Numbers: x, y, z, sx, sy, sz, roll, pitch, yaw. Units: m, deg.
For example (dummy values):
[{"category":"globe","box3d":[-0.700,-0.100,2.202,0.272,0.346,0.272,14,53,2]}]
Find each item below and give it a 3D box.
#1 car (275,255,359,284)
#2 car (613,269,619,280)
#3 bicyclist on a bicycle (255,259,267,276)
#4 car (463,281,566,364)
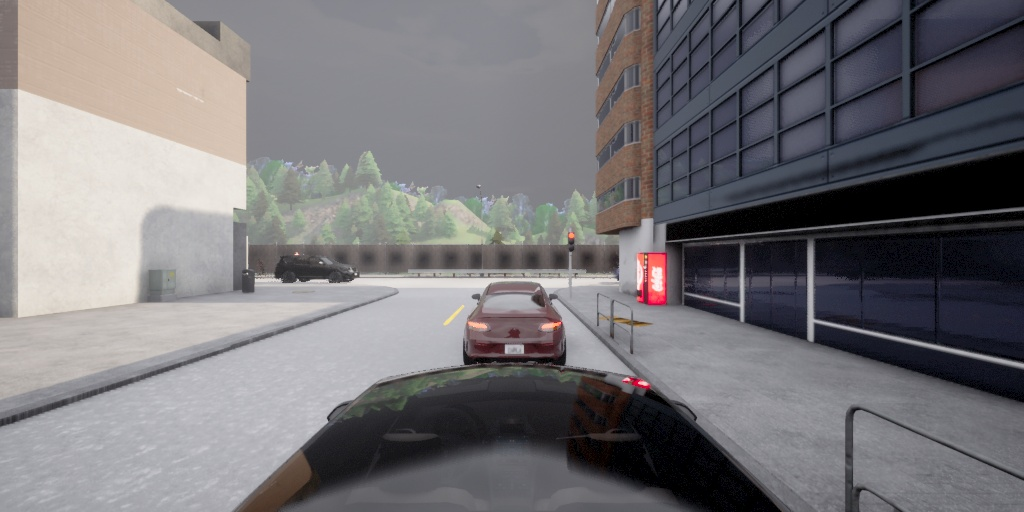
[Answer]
[{"category":"car","box3d":[-14.138,0.971,26.111,5.566,2.045,2.150,0,0,0]},{"category":"car","box3d":[9.773,1.276,26.098,4.674,1.442,1.812,0,0,0]},{"category":"bicyclist on a bicycle","box3d":[-24.184,1.099,34.517,0.582,1.620,1.656,0,0,0]},{"category":"car","box3d":[0.059,1.276,7.844,1.812,1.442,4.674,0,0,1]}]
